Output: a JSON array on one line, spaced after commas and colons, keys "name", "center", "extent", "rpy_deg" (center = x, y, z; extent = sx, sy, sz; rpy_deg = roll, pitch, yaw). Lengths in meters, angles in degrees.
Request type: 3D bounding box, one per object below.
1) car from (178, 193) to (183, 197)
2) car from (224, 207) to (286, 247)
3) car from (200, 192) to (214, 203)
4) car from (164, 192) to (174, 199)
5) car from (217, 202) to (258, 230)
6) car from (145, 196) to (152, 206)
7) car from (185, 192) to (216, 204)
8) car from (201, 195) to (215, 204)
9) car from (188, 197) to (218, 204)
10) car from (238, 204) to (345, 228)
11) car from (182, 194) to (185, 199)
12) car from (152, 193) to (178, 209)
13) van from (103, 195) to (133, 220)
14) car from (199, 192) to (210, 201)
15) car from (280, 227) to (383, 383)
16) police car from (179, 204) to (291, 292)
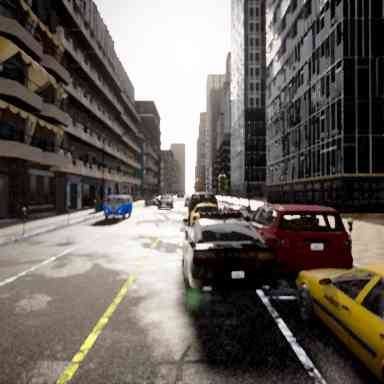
[{"name": "car", "center": [-3.212, 0.965, 95.048], "extent": [1.882, 1.535, 5.008], "rpy_deg": [0, 0, 0]}, {"name": "car", "center": [2.668, 1.454, 15.064], "extent": [1.947, 1.339, 4.313], "rpy_deg": [1, 0, 0]}, {"name": "car", "center": [2.571, 0.944, 59.245], "extent": [2.192, 1.841, 5.009], "rpy_deg": [1, 0, 0]}, {"name": "car", "center": [-5.873, 0.828, 86.842], "extent": [2.192, 1.841, 5.009], "rpy_deg": [1, 0, 0]}, {"name": "car", "center": [2.656, 1.395, 20.588], "extent": [1.887, 1.381, 4.507], "rpy_deg": [1, 0, 0]}, {"name": "car", "center": [-5.788, 1.266, 48.183], "extent": [1.802, 1.307, 4.206], "rpy_deg": [1, 0, 0]}, {"name": "car", "center": [0.772, 1.044, 24.942], "extent": [2.150, 2.045, 5.566], "rpy_deg": [0, 0, -1]}, {"name": "car", "center": [2.580, 1.222, 53.723], "extent": [1.947, 1.339, 4.313], "rpy_deg": [1, 0, 0]}, {"name": "car", "center": [0.810, 1.317, 19.082], "extent": [1.801, 1.575, 5.366], "rpy_deg": [0, 0, 0]}, {"name": "car", "center": [2.684, 1.243, 9.540], "extent": [2.192, 1.841, 5.009], "rpy_deg": [1, 0, 0]}, {"name": "car", "center": [-0.096, 1.218, 46.787], "extent": [1.812, 1.442, 4.674], "rpy_deg": [0, 0, 0]}, {"name": "car", "center": [-3.189, 1.218, 40.394], "extent": [2.128, 1.511, 4.902], "rpy_deg": [0, 0, 0]}, {"name": "van", "center": [-5.733, 1.155, 26.091], "extent": [1.690, 1.788, 3.998], "rpy_deg": [1, 0, 0]}, {"name": "car", "center": [2.545, 0.892, 70.291], "extent": [2.192, 1.841, 5.009], "rpy_deg": [1, 0, 0]}, {"name": "car", "center": [2.693, 1.493, 4.190], "extent": [1.752, 1.417, 4.829], "rpy_deg": [1, 0, 0]}, {"name": "police car", "center": [0.718, 1.358, 8.953], "extent": [1.930, 1.638, 5.238], "rpy_deg": [0, 0, -4]}]
